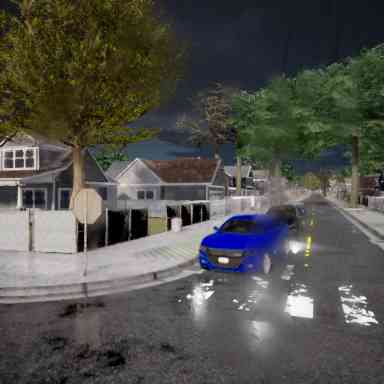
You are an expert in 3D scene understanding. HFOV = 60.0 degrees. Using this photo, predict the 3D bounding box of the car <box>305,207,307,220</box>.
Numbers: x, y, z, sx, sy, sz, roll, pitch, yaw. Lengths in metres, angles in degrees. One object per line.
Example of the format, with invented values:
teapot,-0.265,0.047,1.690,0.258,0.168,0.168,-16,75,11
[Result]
car,8.668,1.604,27.991,1.895,1.301,4.718,0,0,21

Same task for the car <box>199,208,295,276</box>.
car,1.887,1.477,10.770,1.882,1.535,5.008,0,0,26

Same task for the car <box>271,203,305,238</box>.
car,4.929,1.506,17.993,1.837,1.490,4.892,0,0,20
